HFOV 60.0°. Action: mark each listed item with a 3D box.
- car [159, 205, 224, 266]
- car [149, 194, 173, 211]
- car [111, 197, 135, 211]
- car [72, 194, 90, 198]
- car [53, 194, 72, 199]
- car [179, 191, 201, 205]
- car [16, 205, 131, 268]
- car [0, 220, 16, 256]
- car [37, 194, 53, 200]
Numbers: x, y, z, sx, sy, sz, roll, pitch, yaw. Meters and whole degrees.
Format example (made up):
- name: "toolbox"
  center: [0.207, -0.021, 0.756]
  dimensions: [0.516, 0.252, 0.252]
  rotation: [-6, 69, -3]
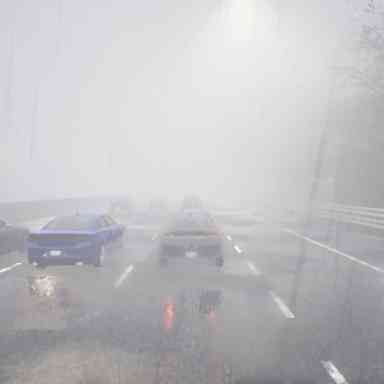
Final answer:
- name: "car"
  center: [-0.020, 1.410, 11.181]
  dimensions: [2.128, 1.511, 4.902]
  rotation: [0, 0, 0]
- name: "car"
  center: [-3.546, 1.290, 36.546]
  dimensions: [2.033, 1.411, 5.357]
  rotation: [0, 0, 0]
- name: "car"
  center: [-7.045, 1.271, 34.157]
  dimensions: [1.837, 1.490, 4.892]
  rotation: [0, 0, 0]
- name: "car"
  center: [-21.079, 1.114, 64.577]
  dimensions: [1.812, 1.442, 4.674]
  rotation: [0, 1, 0]
- name: "car"
  center: [-24.578, 1.072, 64.513]
  dimensions: [1.837, 1.490, 4.892]
  rotation: [0, 0, 0]
- name: "car"
  center: [-0.050, 1.088, 36.596]
  dimensions: [2.097, 1.767, 4.553]
  rotation: [0, 0, 0]
- name: "car"
  center: [-3.518, 1.403, 11.037]
  dimensions: [1.882, 1.535, 5.008]
  rotation: [0, 0, 0]
- name: "car"
  center: [-7.017, 1.495, 10.866]
  dimensions: [1.994, 1.385, 4.181]
  rotation: [0, 0, 0]
- name: "car"
  center: [-27.992, 1.117, 64.513]
  dimensions: [2.033, 1.411, 5.357]
  rotation: [0, 0, 1]
